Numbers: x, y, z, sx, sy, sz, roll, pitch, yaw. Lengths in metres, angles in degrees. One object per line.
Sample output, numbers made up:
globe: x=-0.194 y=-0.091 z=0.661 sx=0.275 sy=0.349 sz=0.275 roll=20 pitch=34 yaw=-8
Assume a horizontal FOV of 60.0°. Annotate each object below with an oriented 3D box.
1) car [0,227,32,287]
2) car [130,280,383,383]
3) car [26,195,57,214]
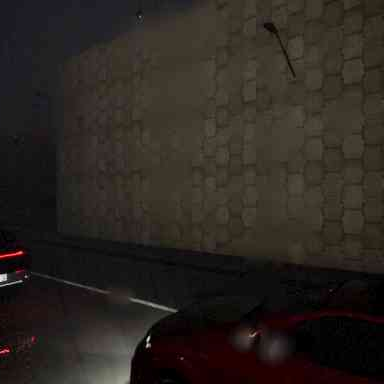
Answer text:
car: x=-5.839 y=1.505 z=8.156 sx=4.892 sy=1.490 sz=1.837 roll=0 pitch=0 yaw=36
car: x=1.412 y=1.564 z=2.984 sx=4.181 sy=1.385 sz=1.994 roll=0 pitch=0 yaw=36
car: x=-12.910 y=1.061 z=31.021 sx=2.128 sy=1.511 sz=4.902 roll=0 pitch=5 yaw=35
